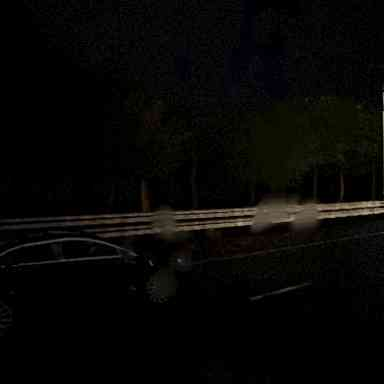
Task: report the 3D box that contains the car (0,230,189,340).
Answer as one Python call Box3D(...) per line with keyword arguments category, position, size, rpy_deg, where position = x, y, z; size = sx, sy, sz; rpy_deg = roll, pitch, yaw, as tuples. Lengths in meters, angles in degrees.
Box3D(category="car", position=(-2.340, 1.483, 6.377), size=(4.902, 1.511, 2.128), rpy_deg=(0, 0, -36))
